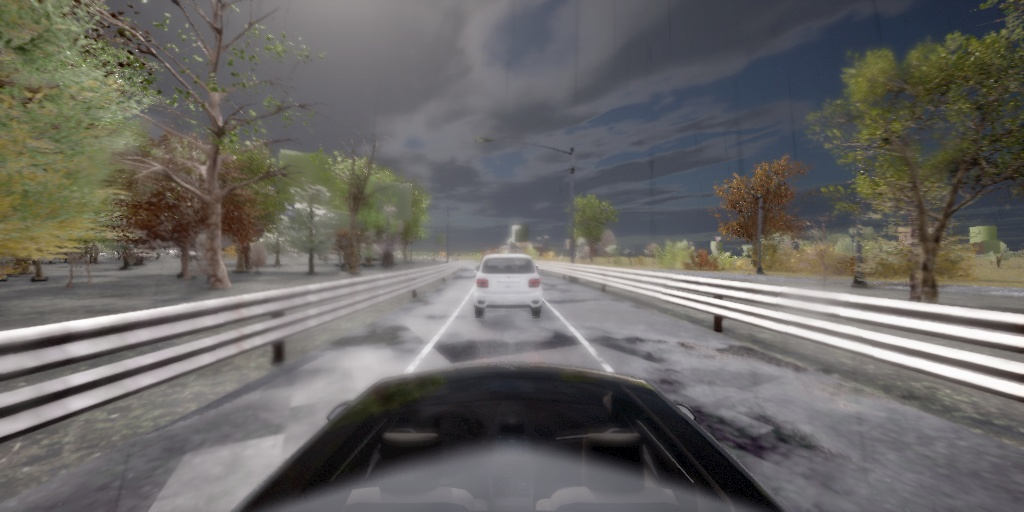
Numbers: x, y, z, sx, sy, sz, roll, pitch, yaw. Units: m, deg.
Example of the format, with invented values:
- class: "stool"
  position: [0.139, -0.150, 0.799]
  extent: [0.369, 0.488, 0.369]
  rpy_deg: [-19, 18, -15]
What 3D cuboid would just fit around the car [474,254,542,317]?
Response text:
- class: "car"
  position: [-0.181, 0.959, 13.173]
  extent: [2.150, 2.045, 5.566]
  rpy_deg: [0, 0, -2]
